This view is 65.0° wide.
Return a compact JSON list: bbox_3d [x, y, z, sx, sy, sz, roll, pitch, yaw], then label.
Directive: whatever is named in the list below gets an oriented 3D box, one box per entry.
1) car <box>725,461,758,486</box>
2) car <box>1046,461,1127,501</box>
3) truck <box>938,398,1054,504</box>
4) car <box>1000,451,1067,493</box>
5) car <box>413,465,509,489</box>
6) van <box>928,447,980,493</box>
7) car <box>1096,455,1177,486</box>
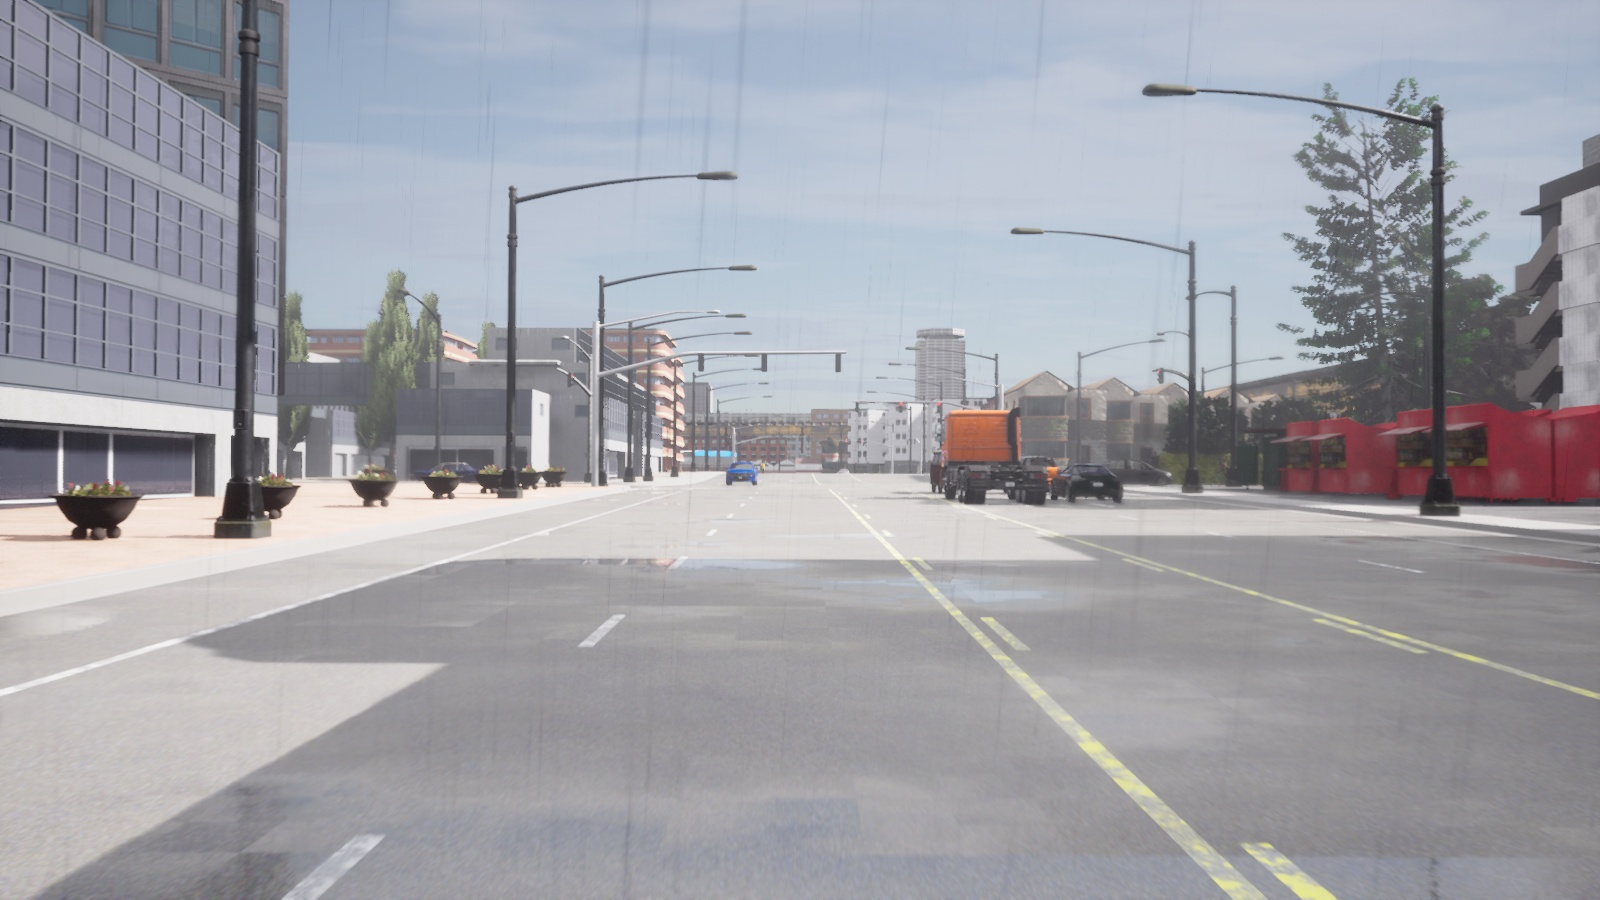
[{"bbox_3d":[-3.694,1.514,80.302,1.882,1.535,5.008,0,-1,0],"label":"car"},{"bbox_3d":[10.390,1.097,45.842,1.994,1.385,4.181,0,0,0],"label":"car"},{"bbox_3d":[6.887,0.063,45.258,2.891,3.462,7.936,0,0,0],"label":"truck"},{"bbox_3d":[10.364,0.968,56.011,2.097,1.767,4.553,0,-1,0],"label":"car"},{"bbox_3d":[-18.529,1.473,68.815,4.718,1.301,1.895,0,-1,0],"label":"car"},{"bbox_3d":[6.862,0.883,56.342,1.775,1.987,4.442,0,-1,0],"label":"van"},{"bbox_3d":[18.364,1.122,68.663,3.988,1.617,1.851,0,-1,4],"label":"car"}]
